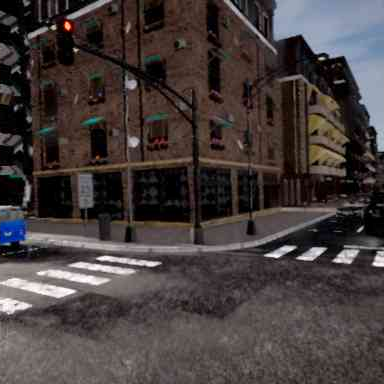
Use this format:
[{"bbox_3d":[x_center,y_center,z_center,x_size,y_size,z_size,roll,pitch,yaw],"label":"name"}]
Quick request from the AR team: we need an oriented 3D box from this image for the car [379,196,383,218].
[{"bbox_3d":[15.679,1.096,25.783,1.812,1.442,4.674,-1,0,33],"label":"car"}]

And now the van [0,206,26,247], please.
[{"bbox_3d":[-8.910,1.489,14.299,3.998,1.788,1.690,-1,0,32],"label":"van"}]

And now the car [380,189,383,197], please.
[{"bbox_3d":[45.004,0.170,77.123,2.192,1.841,5.009,-2,0,32],"label":"car"}]

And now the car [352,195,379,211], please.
[{"bbox_3d":[17.652,1.071,33.770,2.008,1.369,4.403,-2,0,32],"label":"car"}]

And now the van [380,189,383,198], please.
[{"bbox_3d":[41.965,0.267,72.307,1.690,1.788,3.998,-2,0,32],"label":"van"}]

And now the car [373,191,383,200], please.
[{"bbox_3d":[32.847,0.583,57.855,1.967,1.590,4.097,-2,0,32],"label":"car"}]

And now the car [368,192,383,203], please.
[{"bbox_3d":[26.680,0.819,48.077,1.752,1.417,4.829,-2,0,32],"label":"car"}]

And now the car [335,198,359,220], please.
[{"bbox_3d":[11.572,1.227,24.135,2.008,1.369,4.403,-2,0,32],"label":"car"}]

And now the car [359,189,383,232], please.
[{"bbox_3d":[10.456,0.926,17.517,2.150,2.045,5.566,-1,0,33],"label":"car"}]
